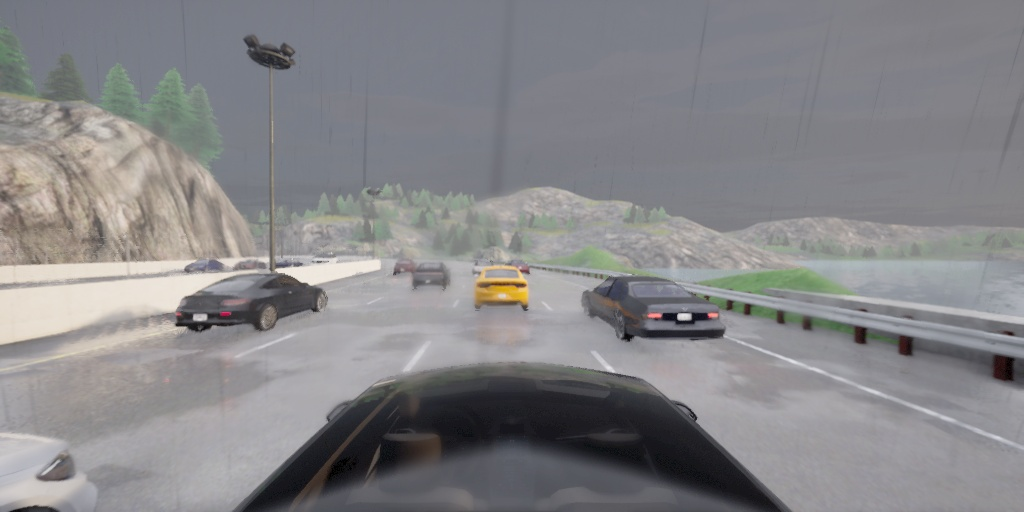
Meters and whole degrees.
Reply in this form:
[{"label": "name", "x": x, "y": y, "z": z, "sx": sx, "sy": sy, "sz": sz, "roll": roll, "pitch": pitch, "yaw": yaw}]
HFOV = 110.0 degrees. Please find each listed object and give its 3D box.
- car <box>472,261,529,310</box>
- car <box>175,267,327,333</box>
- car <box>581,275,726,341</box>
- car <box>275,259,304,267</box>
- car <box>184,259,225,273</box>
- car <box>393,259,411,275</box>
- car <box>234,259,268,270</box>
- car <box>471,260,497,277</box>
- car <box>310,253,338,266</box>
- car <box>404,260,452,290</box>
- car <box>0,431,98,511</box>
[{"label": "car", "x": -0.458, "y": 1.124, "z": 14.084, "sx": 1.882, "sy": 1.535, "sz": 5.008, "roll": 0, "pitch": 0, "yaw": -3}, {"label": "car", "x": -7.240, "y": 1.216, "z": 10.483, "sx": 1.812, "sy": 1.442, "sz": 4.674, "roll": 0, "pitch": 0, "yaw": -3}, {"label": "car", "x": 3.305, "y": 1.225, "z": 9.593, "sx": 2.033, "sy": 1.411, "sz": 5.357, "roll": 0, "pitch": 1, "yaw": -2}, {"label": "car", "x": -26.327, "y": 1.060, "z": 42.414, "sx": 1.895, "sy": 1.301, "sz": 4.718, "roll": 0, "pitch": 0, "yaw": -14}, {"label": "car", "x": -32.471, "y": 1.033, "z": 38.036, "sx": 1.812, "sy": 1.442, "sz": 4.674, "roll": 0, "pitch": 0, "yaw": -13}, {"label": "car", "x": -9.968, "y": 1.025, "z": 33.739, "sx": 1.812, "sy": 1.442, "sz": 4.674, "roll": 0, "pitch": 0, "yaw": -10}, {"label": "car", "x": -29.504, "y": 1.045, "z": 40.603, "sx": 1.994, "sy": 1.385, "sz": 4.181, "roll": 0, "pitch": 0, "yaw": -14}, {"label": "car", "x": -2.573, "y": 1.099, "z": 32.085, "sx": 1.895, "sy": 1.301, "sz": 4.718, "roll": 0, "pitch": 0, "yaw": -9}, {"label": "car", "x": -23.324, "y": 0.657, "z": 44.797, "sx": 2.150, "sy": 2.045, "sz": 5.566, "roll": 0, "pitch": 0, "yaw": -14}, {"label": "car", "x": -4.582, "y": 1.089, "z": 20.858, "sx": 2.128, "sy": 1.511, "sz": 4.902, "roll": 0, "pitch": 0, "yaw": -6}, {"label": "car", "x": -3.470, "y": 1.296, "z": 0.191, "sx": 1.812, "sy": 1.442, "sz": 4.674, "roll": 0, "pitch": 0, "yaw": 0}]
